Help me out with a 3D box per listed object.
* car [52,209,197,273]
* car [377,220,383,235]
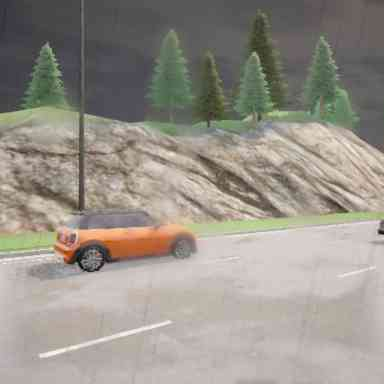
[{"bbox_3d":[-2.029,1.352,10.905,4.553,1.767,2.097,0,0,-36],"label":"car"},{"bbox_3d":[10.946,1.547,15.881,5.357,1.411,2.033,0,0,-35],"label":"car"}]
